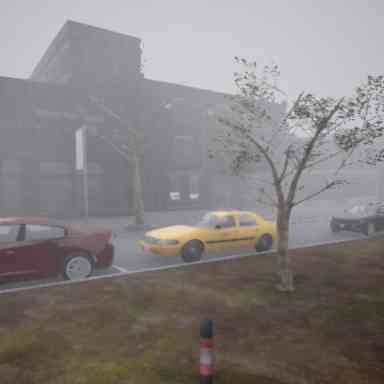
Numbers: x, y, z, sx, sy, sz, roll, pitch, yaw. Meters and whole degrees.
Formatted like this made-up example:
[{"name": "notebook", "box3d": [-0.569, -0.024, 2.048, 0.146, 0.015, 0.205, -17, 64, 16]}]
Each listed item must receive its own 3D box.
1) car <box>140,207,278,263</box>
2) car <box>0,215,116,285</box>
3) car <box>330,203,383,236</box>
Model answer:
[{"name": "car", "box3d": [0.906, 1.315, 11.297, 5.366, 1.575, 1.946, 0, 0, -33]}, {"name": "car", "box3d": [-4.281, 1.321, 7.579, 5.008, 1.535, 2.097, 1, 0, -33]}, {"name": "car", "box3d": [9.251, 1.336, 17.253, 5.008, 1.535, 2.097, 0, 0, -33]}]
